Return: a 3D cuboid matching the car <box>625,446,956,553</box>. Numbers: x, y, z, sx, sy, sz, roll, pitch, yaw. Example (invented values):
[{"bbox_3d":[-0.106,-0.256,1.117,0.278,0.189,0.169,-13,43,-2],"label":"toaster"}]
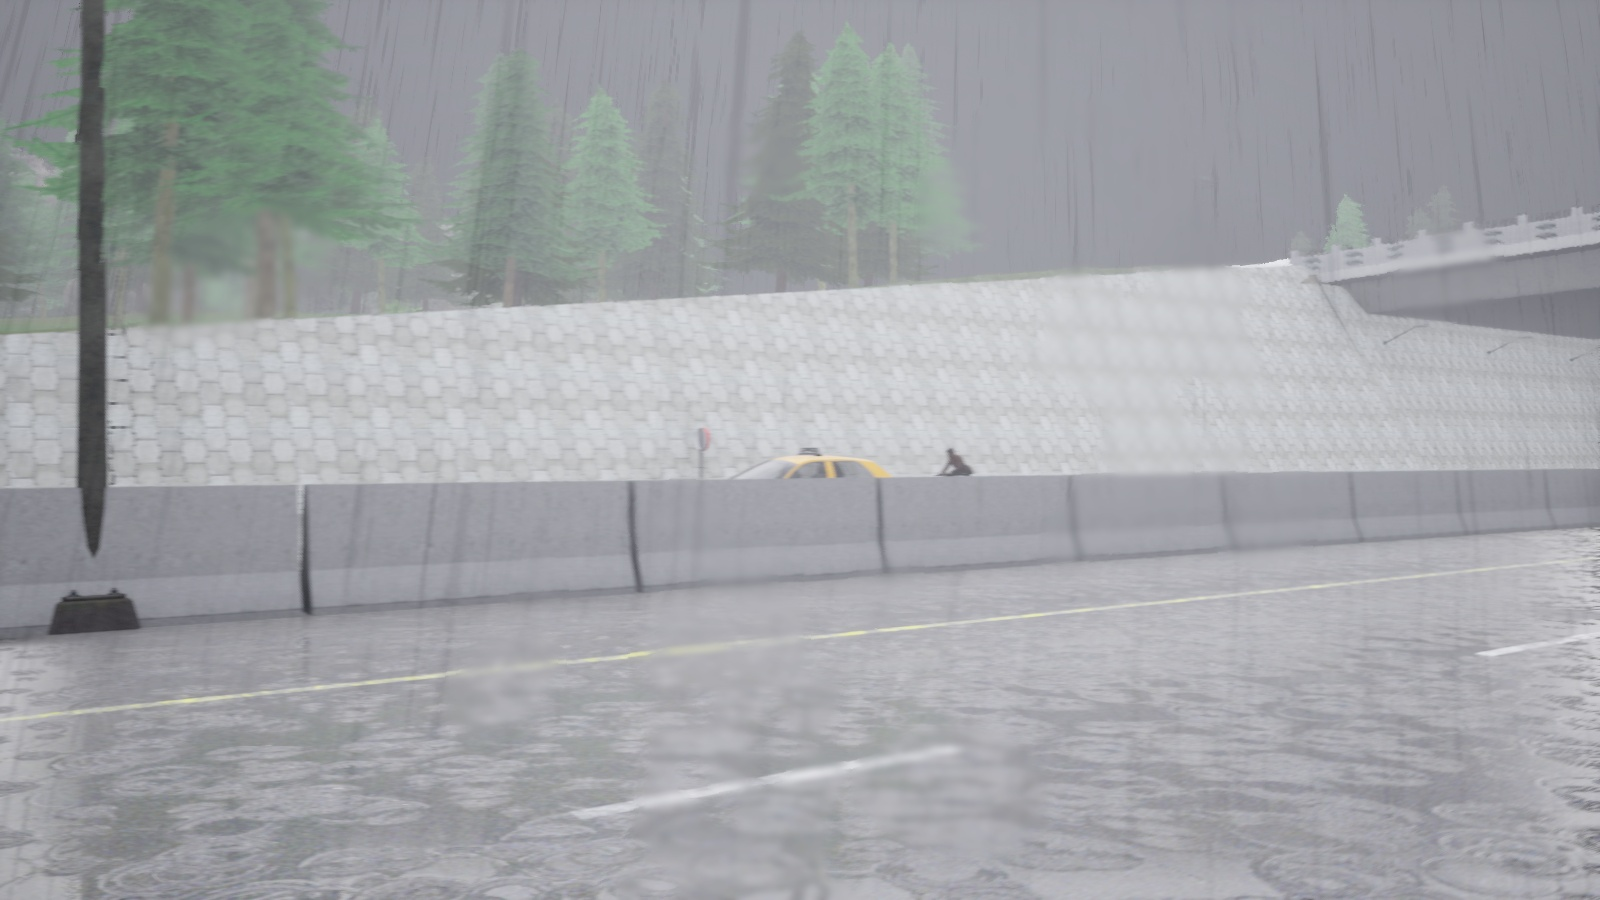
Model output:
[{"bbox_3d":[-0.052,0.730,20.681,5.366,1.575,1.801,0,0,-35],"label":"car"}]
